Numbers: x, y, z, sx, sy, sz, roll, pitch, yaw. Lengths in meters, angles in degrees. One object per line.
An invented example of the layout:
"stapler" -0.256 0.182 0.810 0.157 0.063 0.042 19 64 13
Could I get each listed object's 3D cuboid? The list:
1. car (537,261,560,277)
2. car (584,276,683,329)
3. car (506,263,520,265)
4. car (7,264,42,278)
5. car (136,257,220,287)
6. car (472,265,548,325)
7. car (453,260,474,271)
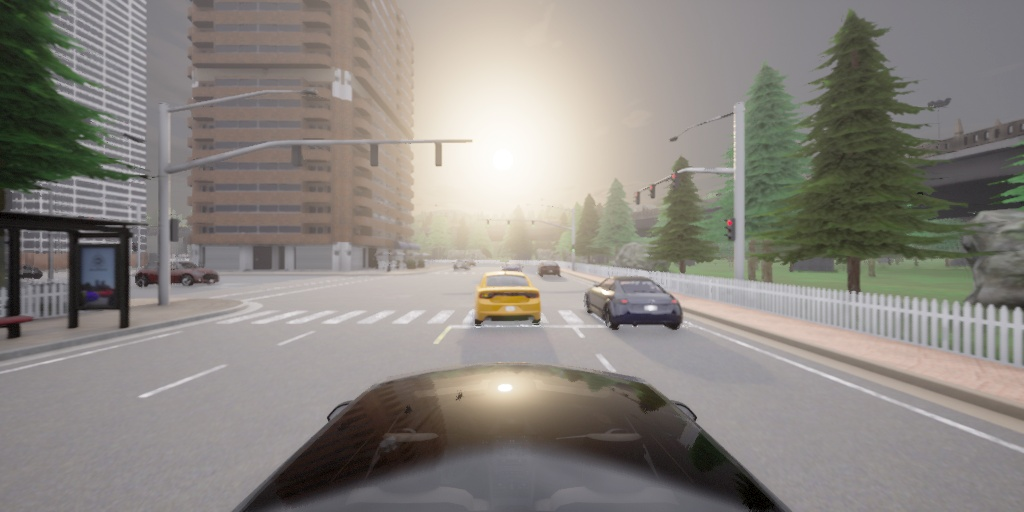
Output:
"car" 3.585 1.243 35.492 1.882 1.535 5.008 0 0 0
"car" 3.590 1.318 11.285 1.994 1.385 4.181 0 0 0
"car" 0.083 1.304 31.559 1.812 1.442 4.674 0 0 0
"car" -45.104 1.386 32.086 4.181 1.385 1.994 0 0 0
"car" -23.188 1.169 25.031 4.553 1.767 2.097 0 0 0
"car" -0.296 1.232 11.901 1.882 1.535 5.008 0 0 -6
"car" -7.101 1.262 50.716 2.128 1.511 4.902 0 0 0
